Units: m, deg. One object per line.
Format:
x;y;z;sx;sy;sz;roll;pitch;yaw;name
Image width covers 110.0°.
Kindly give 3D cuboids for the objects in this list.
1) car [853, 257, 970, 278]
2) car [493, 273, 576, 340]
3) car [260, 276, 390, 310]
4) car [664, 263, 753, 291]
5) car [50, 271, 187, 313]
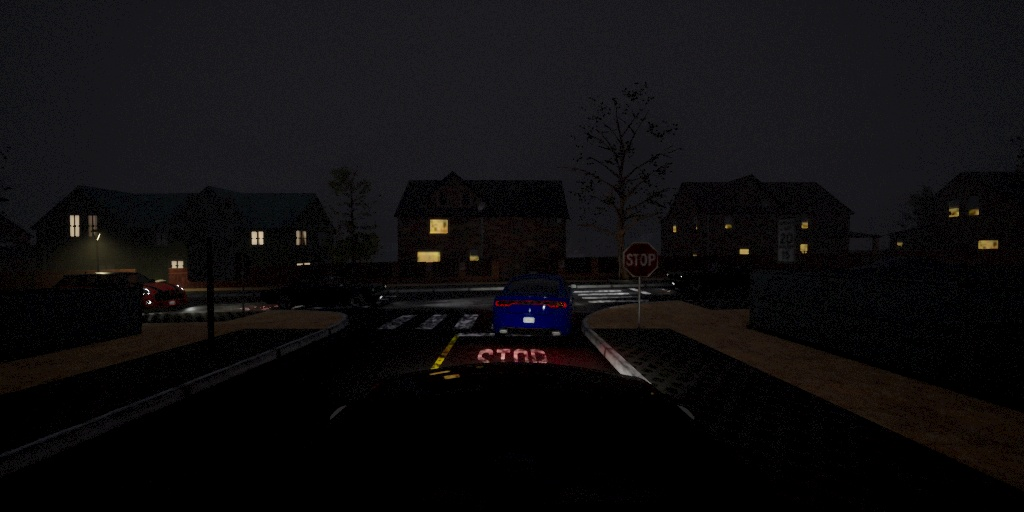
20.048;0.753;18.334;5.357;1.411;2.033;-1;1;0;car
0.782;1.226;10.154;1.882;1.535;5.008;0;0;10;car
-7.818;1.506;15.358;4.718;1.301;1.895;-1;1;0;car
10.402;1.034;18.294;4.718;1.301;1.895;-1;1;-1;car
-16.806;1.471;15.346;4.553;1.767;2.097;-1;1;0;car
